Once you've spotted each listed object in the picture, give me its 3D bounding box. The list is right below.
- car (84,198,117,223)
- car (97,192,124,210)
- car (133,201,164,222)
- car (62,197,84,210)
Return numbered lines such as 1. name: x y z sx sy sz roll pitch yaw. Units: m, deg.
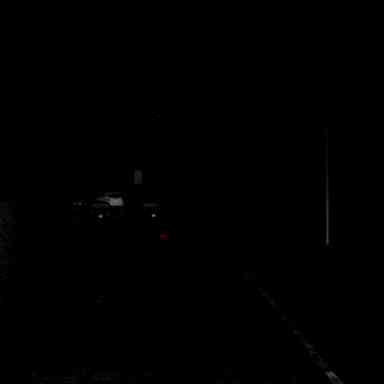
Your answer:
1. car: -6.697 1.419 24.284 1.812 1.442 4.674 0 0 -16
2. car: -9.899 1.059 39.621 2.150 2.045 5.566 1 0 -31
3. car: -3.278 1.435 25.000 1.812 1.442 4.674 0 0 -16
4. car: -14.025 1.342 39.701 2.033 1.411 5.357 1 0 -33
